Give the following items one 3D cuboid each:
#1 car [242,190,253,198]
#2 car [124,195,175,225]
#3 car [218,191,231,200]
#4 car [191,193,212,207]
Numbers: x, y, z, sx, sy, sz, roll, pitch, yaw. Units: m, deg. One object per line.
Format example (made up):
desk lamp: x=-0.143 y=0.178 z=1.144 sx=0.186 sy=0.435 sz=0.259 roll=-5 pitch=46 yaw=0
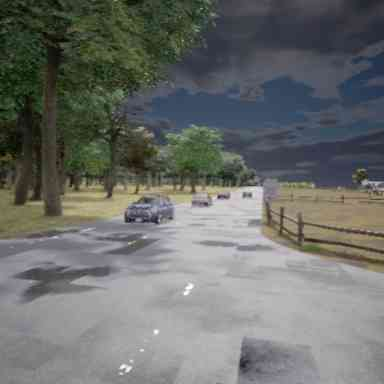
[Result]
car: x=11.158 y=0.419 z=66.676 sx=2.128 sy=1.511 sz=4.902 roll=2 pitch=1 yaw=12
car: x=-2.557 y=0.990 z=21.077 sx=2.097 sy=1.767 sz=4.553 roll=2 pitch=1 yaw=12
car: x=5.688 y=0.506 z=58.482 sx=1.882 sy=1.535 sz=5.008 roll=2 pitch=1 yaw=12
car: x=1.230 y=0.908 z=38.464 sx=1.812 sy=1.442 sz=4.674 roll=2 pitch=1 yaw=12
